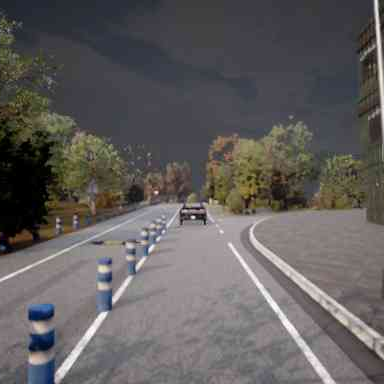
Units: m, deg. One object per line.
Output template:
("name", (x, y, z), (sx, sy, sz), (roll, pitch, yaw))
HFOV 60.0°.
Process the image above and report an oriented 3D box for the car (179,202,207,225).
("car", (0.078, 1.462, 24.092), (2.128, 1.511, 4.902), (-1, -1, 0))
